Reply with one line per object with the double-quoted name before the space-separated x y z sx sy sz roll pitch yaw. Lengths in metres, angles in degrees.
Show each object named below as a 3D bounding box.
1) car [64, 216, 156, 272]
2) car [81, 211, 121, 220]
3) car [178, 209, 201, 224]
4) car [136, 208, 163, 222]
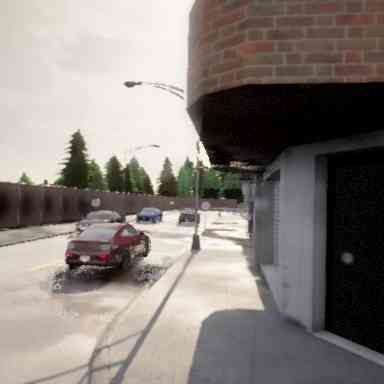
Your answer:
"car" -2.806 1.813 11.815 1.812 1.442 4.674 1 -2 7
"car" -5.825 1.996 21.562 1.837 1.490 4.892 1 -2 7
"car" -0.233 2.537 34.490 1.837 1.490 4.892 1 -2 7
"car" -4.349 2.389 34.455 1.882 1.535 5.008 1 -2 7
